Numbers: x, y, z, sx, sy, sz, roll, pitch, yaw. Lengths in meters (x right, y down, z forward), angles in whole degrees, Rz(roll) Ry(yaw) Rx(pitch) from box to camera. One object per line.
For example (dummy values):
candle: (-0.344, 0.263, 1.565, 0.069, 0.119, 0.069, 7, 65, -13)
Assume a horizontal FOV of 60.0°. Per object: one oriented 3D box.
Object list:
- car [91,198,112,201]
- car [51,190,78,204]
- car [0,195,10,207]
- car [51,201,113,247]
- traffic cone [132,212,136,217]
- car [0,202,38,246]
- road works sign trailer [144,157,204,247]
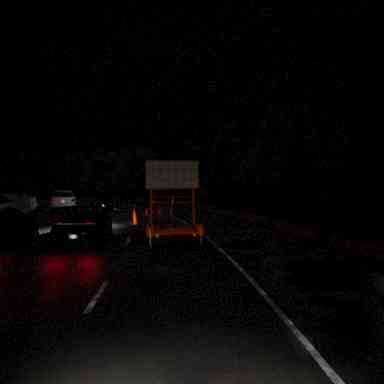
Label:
car: (-8.821, 1.221, 32.511, 1.994, 1.385, 4.181, 0, 1, -18)
car: (-12.188, 0.882, 31.785, 2.150, 2.045, 5.566, 0, 0, -18)
car: (-24.311, 1.119, 42.280, 1.994, 1.385, 4.181, 0, 1, -27)
car: (-4.574, 1.340, 14.265, 2.128, 1.511, 4.902, 0, 1, -8)
traffic cone: (-3.577, 1.734, 20.949, 0.340, 0.580, 0.340, 0, 1, -10)
car: (-8.059, 1.377, 14.065, 1.812, 1.442, 4.674, 0, 1, -8)
road works sign trailer: (-0.856, 0.313, 14.314, 2.380, 3.560, 2.880, 0, 1, -10)
